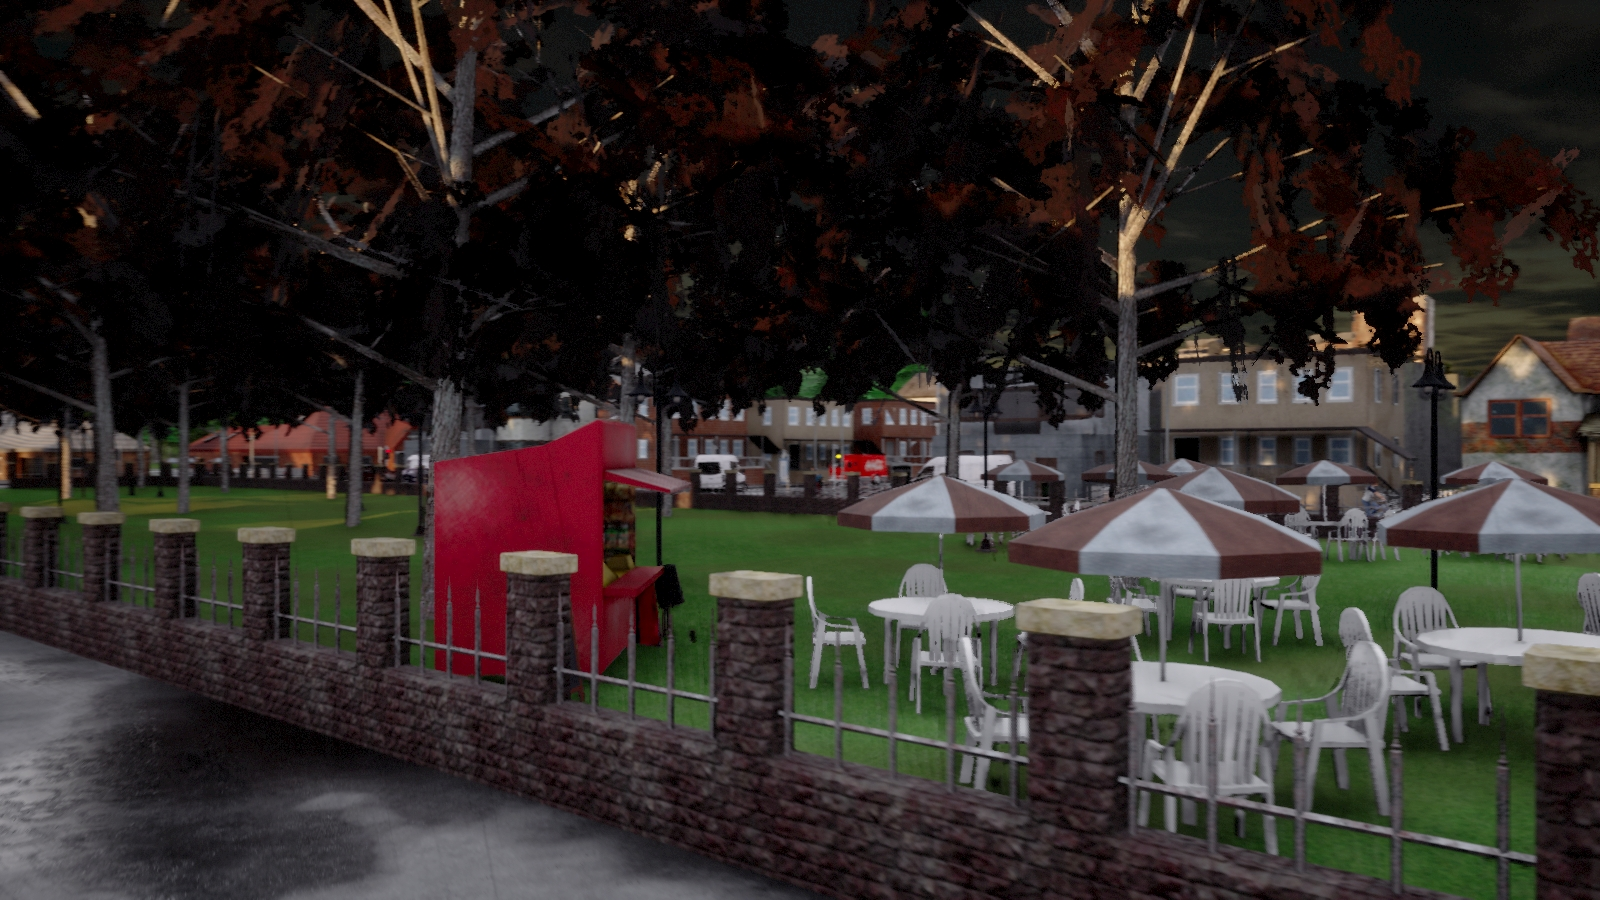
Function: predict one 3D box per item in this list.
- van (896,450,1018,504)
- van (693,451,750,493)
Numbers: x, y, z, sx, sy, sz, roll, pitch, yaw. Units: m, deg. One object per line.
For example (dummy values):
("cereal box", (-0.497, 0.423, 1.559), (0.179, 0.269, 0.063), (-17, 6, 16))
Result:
("van", (7.831, 1.349, 57.547), (5.915, 2.561, 1.988), (-1, -1, 40))
("van", (-5.028, 1.362, 73.976), (1.988, 2.561, 5.915), (-2, 0, 13))
